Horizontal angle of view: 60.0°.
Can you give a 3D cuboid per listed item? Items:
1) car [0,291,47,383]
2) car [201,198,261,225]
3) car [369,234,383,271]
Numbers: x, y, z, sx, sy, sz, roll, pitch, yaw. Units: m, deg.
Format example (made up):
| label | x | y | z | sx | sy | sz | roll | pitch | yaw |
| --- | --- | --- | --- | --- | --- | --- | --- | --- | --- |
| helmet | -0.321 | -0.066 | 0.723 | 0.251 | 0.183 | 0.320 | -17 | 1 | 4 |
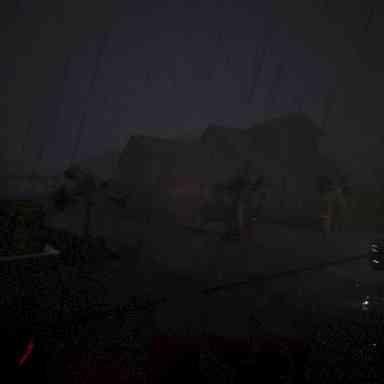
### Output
| label | x | y | z | sx | sy | sz | roll | pitch | yaw |
| --- | --- | --- | --- | --- | --- | --- | --- | --- | --- |
| car | -3.617 | 1.486 | 2.024 | 5.008 | 1.535 | 1.882 | 0 | 0 | -35 |
| car | 2.211 | 1.117 | 19.024 | 1.845 | 1.501 | 3.633 | 0 | 0 | -38 |
| car | 7.069 | 1.427 | 9.598 | 5.008 | 1.535 | 1.882 | 0 | 0 | -35 |
